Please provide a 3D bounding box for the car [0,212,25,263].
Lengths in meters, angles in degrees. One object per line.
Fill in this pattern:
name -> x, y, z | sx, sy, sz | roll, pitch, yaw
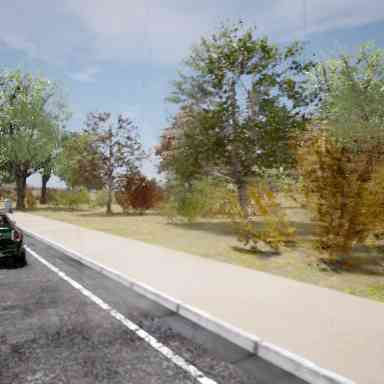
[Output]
car -> -7.400, 1.460, 11.812 | 2.097, 1.767, 4.553 | 0, 0, -35
